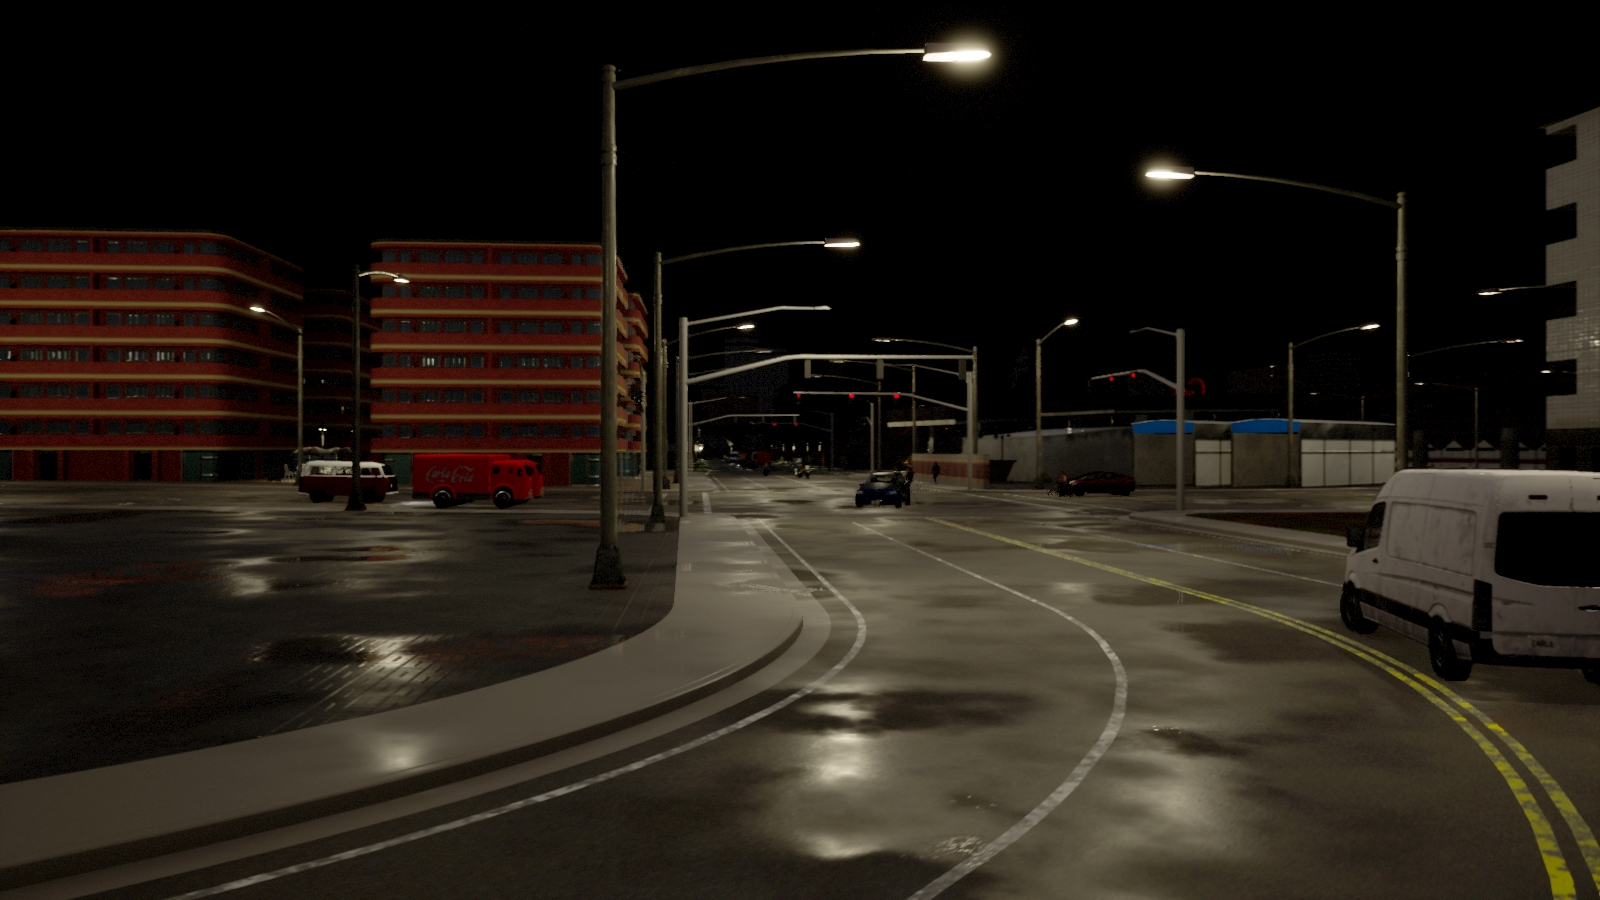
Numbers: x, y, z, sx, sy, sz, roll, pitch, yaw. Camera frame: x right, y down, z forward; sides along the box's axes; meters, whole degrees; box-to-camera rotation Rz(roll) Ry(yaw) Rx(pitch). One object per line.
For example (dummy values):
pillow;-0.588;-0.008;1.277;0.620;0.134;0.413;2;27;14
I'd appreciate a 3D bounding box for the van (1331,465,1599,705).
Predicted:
van;9.123;1.536;15.549;1.988;2.561;5.915;0;0;10
